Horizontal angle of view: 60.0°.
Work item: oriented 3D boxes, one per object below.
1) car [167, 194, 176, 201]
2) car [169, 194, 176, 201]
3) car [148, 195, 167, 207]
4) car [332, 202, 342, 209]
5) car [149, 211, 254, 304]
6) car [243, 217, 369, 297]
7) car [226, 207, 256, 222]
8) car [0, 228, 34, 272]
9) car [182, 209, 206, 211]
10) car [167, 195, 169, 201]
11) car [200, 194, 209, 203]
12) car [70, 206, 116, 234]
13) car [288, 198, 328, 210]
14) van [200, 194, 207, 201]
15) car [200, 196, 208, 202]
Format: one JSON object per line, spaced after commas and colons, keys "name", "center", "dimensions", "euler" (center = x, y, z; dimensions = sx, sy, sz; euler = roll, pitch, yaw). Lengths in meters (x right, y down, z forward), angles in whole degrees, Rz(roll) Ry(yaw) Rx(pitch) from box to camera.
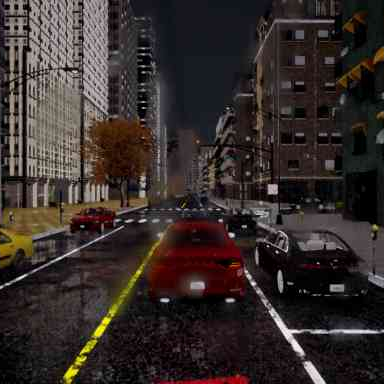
{"name": "car", "center": [-5.568, 1.409, 90.484], "dimensions": [2.192, 1.841, 5.009], "euler": [0, 0, 0]}
{"name": "car", "center": [-5.575, 1.649, 84.961], "dimensions": [1.947, 1.339, 4.313], "euler": [0, 0, 0]}
{"name": "car", "center": [-5.621, 1.349, 51.824], "dimensions": [2.192, 1.841, 5.009], "euler": [0, 0, 0]}
{"name": "car", "center": [18.876, 1.258, 38.862], "dimensions": [4.829, 1.417, 1.752], "euler": [-1, 1, 0]}
{"name": "car", "center": [0.102, 1.478, 8.263], "dimensions": [1.882, 1.535, 5.008], "euler": [0, 0, 0]}
{"name": "car", "center": [2.700, 1.551, 8.358], "dimensions": [2.008, 1.369, 4.403], "euler": [0, 0, 0]}
{"name": "car", "center": [2.715, 1.555, 19.424], "dimensions": [2.008, 1.369, 4.403], "euler": [0, 0, 0]}
{"name": "car", "center": [-5.680, 1.526, 8.200], "dimensions": [1.752, 1.417, 4.829], "euler": [0, 0, 0]}
{"name": "car", "center": [0.112, 1.605, 18.354], "dimensions": [1.895, 1.301, 4.718], "euler": [0, 0, 0]}
{"name": "car", "center": [-5.613, 1.607, 57.347], "dimensions": [1.947, 1.339, 4.313], "euler": [0, 0, 0]}
{"name": "car", "center": [2.791, 1.629, 73.903], "dimensions": [1.947, 1.339, 4.313], "euler": [0, 0, 0]}
{"name": "car", "center": [-5.665, 1.549, 19.436], "dimensions": [1.887, 1.381, 4.507], "euler": [0, 0, 0]}
{"name": "car", "center": [13.479, 1.359, 38.815], "dimensions": [4.403, 1.369, 2.008], "euler": [-1, 1, 0]}
{"name": "van", "center": [2.805, 1.424, 84.950], "dimensions": [1.690, 1.788, 3.998], "euler": [0, 0, 0]}
{"name": "car", "center": [2.798, 1.598, 79.596], "dimensions": [1.752, 1.417, 4.829], "euler": [0, 0, 0]}
